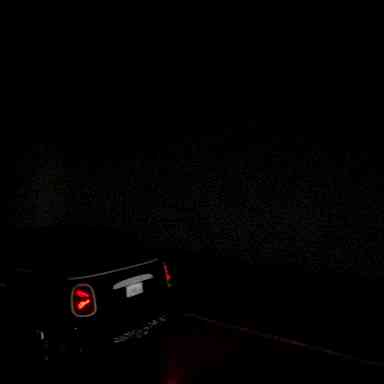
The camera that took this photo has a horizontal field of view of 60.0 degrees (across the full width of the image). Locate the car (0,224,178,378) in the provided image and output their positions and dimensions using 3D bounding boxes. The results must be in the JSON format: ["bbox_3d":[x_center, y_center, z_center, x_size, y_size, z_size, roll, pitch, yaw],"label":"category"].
[{"bbox_3d":[-2.511,1.356,5.782,4.553,1.767,2.097,0,0,36],"label":"car"}]
